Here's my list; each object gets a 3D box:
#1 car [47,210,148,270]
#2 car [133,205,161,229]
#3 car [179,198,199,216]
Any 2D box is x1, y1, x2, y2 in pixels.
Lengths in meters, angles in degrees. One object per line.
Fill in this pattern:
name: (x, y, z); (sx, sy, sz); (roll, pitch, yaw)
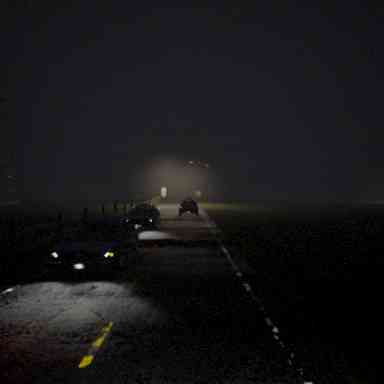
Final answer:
car: (-2.955, 1.555, 11.315); (2.033, 1.411, 5.357); (0, 0, -1)
car: (-3.063, 1.554, 21.915); (2.033, 1.411, 5.357); (0, 0, -1)
car: (-0.321, 1.597, 32.826); (1.895, 1.301, 4.718); (0, 0, 0)
